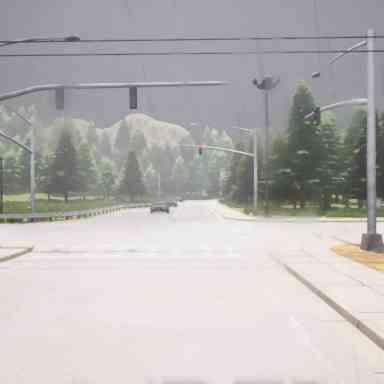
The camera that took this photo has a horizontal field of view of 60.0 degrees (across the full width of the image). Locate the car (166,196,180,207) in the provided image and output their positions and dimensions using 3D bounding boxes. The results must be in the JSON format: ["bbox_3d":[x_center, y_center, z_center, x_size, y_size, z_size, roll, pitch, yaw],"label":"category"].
[{"bbox_3d":[-3.430,1.508,52.784,2.097,1.767,4.553,0,0,1],"label":"car"}]

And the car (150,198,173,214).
[{"bbox_3d":[-3.518,1.681,37.506,1.994,1.385,4.181,0,0,0],"label":"car"}]

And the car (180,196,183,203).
[{"bbox_3d":[-2.958,1.570,68.956,1.812,1.442,4.674,0,0,2],"label":"car"}]
